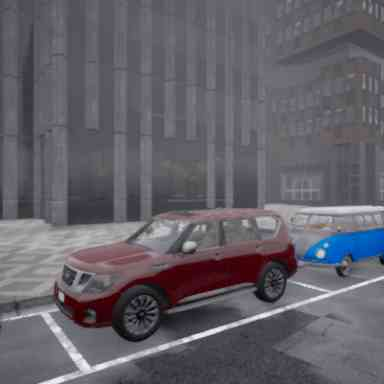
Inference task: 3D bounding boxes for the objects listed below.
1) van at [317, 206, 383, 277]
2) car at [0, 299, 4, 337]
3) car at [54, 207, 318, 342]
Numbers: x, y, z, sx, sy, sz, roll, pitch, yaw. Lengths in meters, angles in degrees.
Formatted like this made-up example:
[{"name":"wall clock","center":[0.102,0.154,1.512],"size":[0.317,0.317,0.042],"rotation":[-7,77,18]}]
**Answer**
[{"name":"van","center":[4.511,1.316,9.866],"size":[3.998,1.788,1.690],"rotation":[0,0,-35]},{"name":"car","center":[-4.484,1.556,3.448],"size":[4.403,1.369,2.008],"rotation":[0,0,-35]},{"name":"car","center":[0.014,1.305,6.656],"size":[5.009,1.841,2.192],"rotation":[0,0,-35]}]
